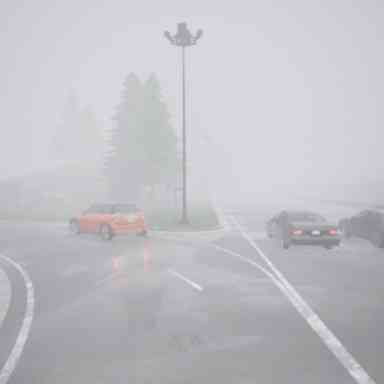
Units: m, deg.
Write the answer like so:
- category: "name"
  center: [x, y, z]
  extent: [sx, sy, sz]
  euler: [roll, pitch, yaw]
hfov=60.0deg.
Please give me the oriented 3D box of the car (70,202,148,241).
- category: "car"
  center: [-4.229, 1.279, 16.443]
  extent: [2.097, 1.767, 4.553]
  euler: [-1, 1, -45]

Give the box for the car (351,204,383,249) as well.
- category: "car"
  center: [7.888, 1.417, 13.789]
  extent: [2.033, 1.411, 5.357]
  euler: [0, 0, 3]

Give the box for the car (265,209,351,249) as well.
- category: "car"
  center: [4.393, 1.438, 13.978]
  extent: [2.033, 1.411, 5.357]
  euler: [0, 0, 3]
